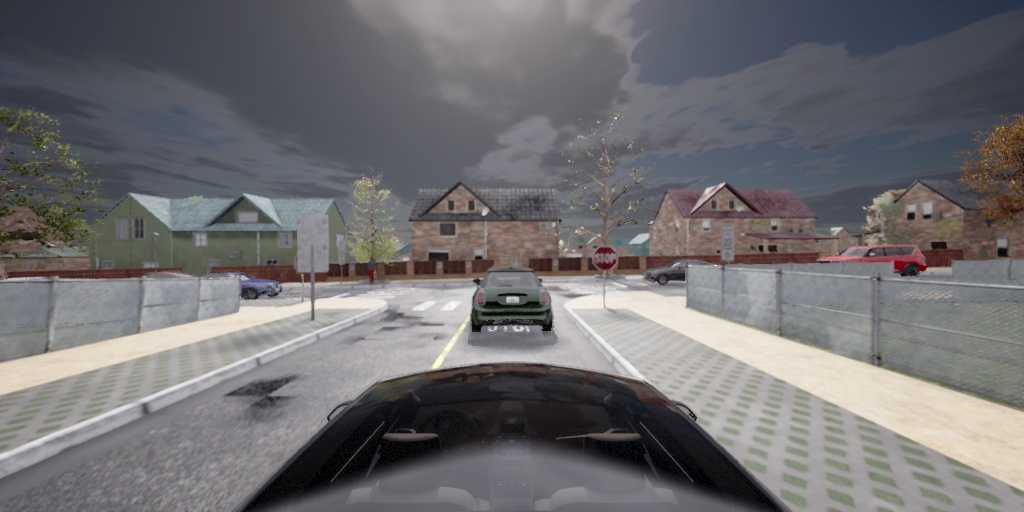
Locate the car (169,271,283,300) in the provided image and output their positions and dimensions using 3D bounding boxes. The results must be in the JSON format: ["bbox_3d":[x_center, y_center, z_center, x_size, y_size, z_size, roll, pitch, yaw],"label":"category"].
[{"bbox_3d":[-14.616,1.567,18.779,4.674,1.442,1.812,-1,1,0],"label":"car"}]

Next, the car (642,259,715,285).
[{"bbox_3d":[10.351,0.930,21.753,4.674,1.442,1.812,-1,1,0],"label":"car"}]

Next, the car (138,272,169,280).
[{"bbox_3d":[-21.332,1.677,21.741,4.674,1.442,1.812,-1,1,0],"label":"car"}]

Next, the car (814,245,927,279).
[{"bbox_3d":[21.565,0.363,21.759,5.566,2.045,2.150,-1,1,0],"label":"car"}]

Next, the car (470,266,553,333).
[{"bbox_3d":[-0.113,1.087,10.905,2.097,1.767,4.553,0,0,-3],"label":"car"}]

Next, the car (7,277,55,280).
[{"bbox_3d":[-24.892,1.811,18.770,4.674,1.442,1.812,-1,1,0],"label":"car"}]

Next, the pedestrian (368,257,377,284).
[{"bbox_3d":[-9.640,0.969,24.637,0.375,1.860,0.375,0,2,0],"label":"pedestrian"}]
